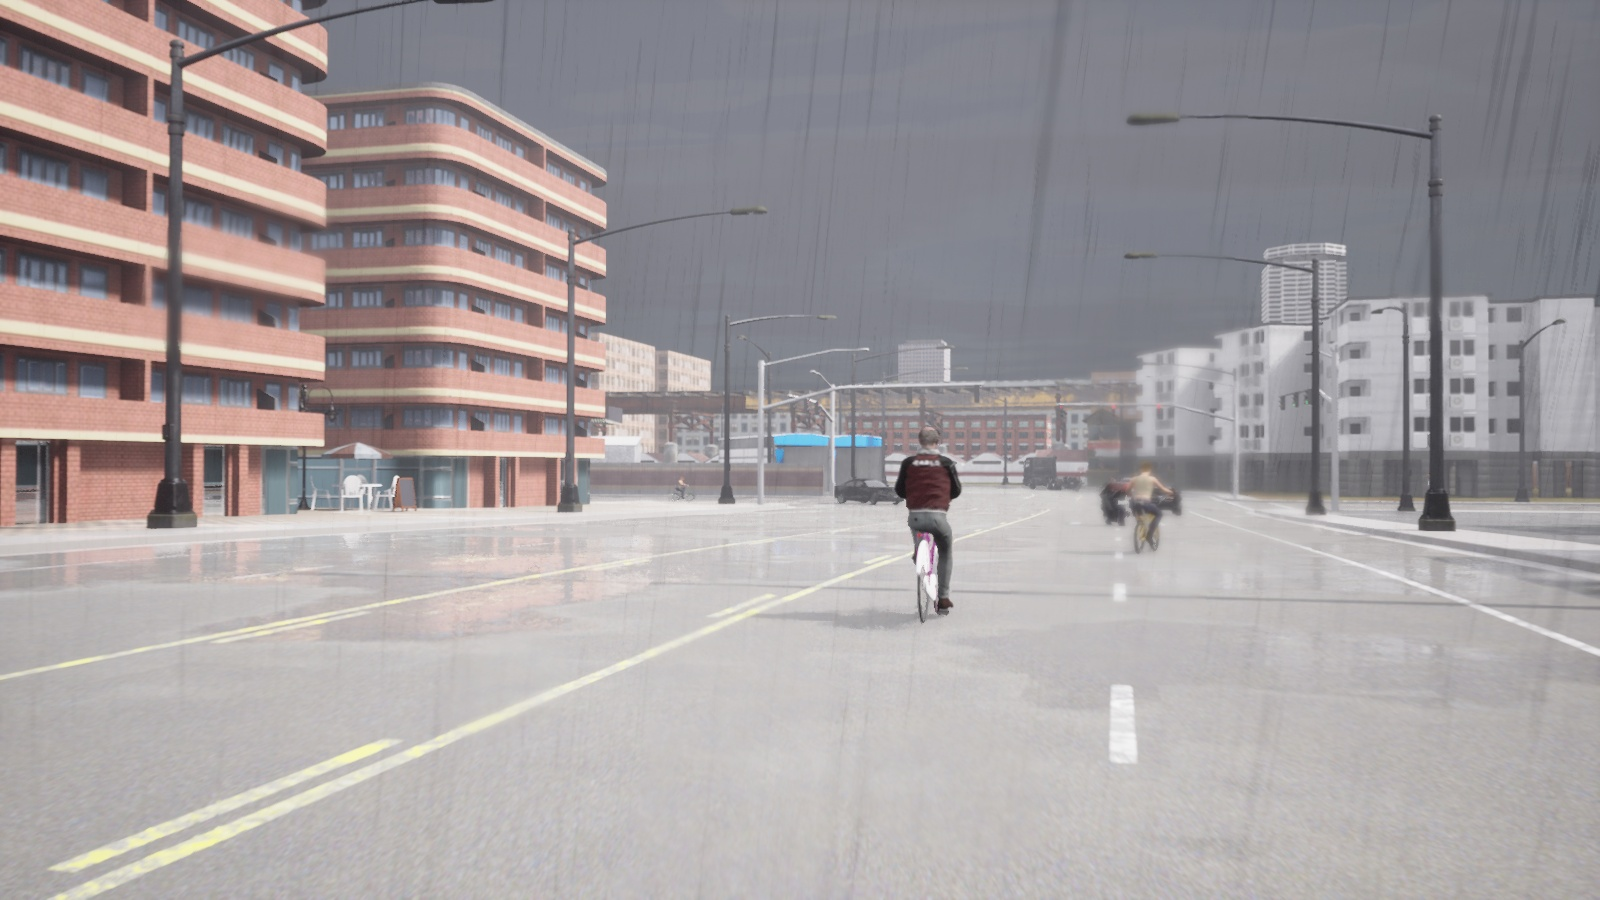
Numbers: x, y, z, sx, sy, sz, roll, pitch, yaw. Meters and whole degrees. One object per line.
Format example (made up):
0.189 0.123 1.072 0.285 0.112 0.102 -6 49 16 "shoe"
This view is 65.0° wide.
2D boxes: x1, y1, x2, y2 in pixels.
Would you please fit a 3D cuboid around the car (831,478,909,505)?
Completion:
4.045 2.410 73.574 1.882 1.535 5.008 1 -1 -34 "car"

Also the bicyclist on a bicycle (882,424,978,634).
1.233 0.677 11.615 0.659 1.776 1.843 0 -1 13 "bicyclist on a bicycle"

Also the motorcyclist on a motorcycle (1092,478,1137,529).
9.876 1.673 39.481 0.866 1.530 2.191 0 -2 0 "motorcyclist on a motorcycle"

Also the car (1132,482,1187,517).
16.124 2.179 56.518 2.163 1.488 4.792 0 -1 14 "car"

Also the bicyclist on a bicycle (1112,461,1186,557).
6.111 1.008 21.947 0.866 1.612 1.509 0 -2 31 "bicyclist on a bicycle"
